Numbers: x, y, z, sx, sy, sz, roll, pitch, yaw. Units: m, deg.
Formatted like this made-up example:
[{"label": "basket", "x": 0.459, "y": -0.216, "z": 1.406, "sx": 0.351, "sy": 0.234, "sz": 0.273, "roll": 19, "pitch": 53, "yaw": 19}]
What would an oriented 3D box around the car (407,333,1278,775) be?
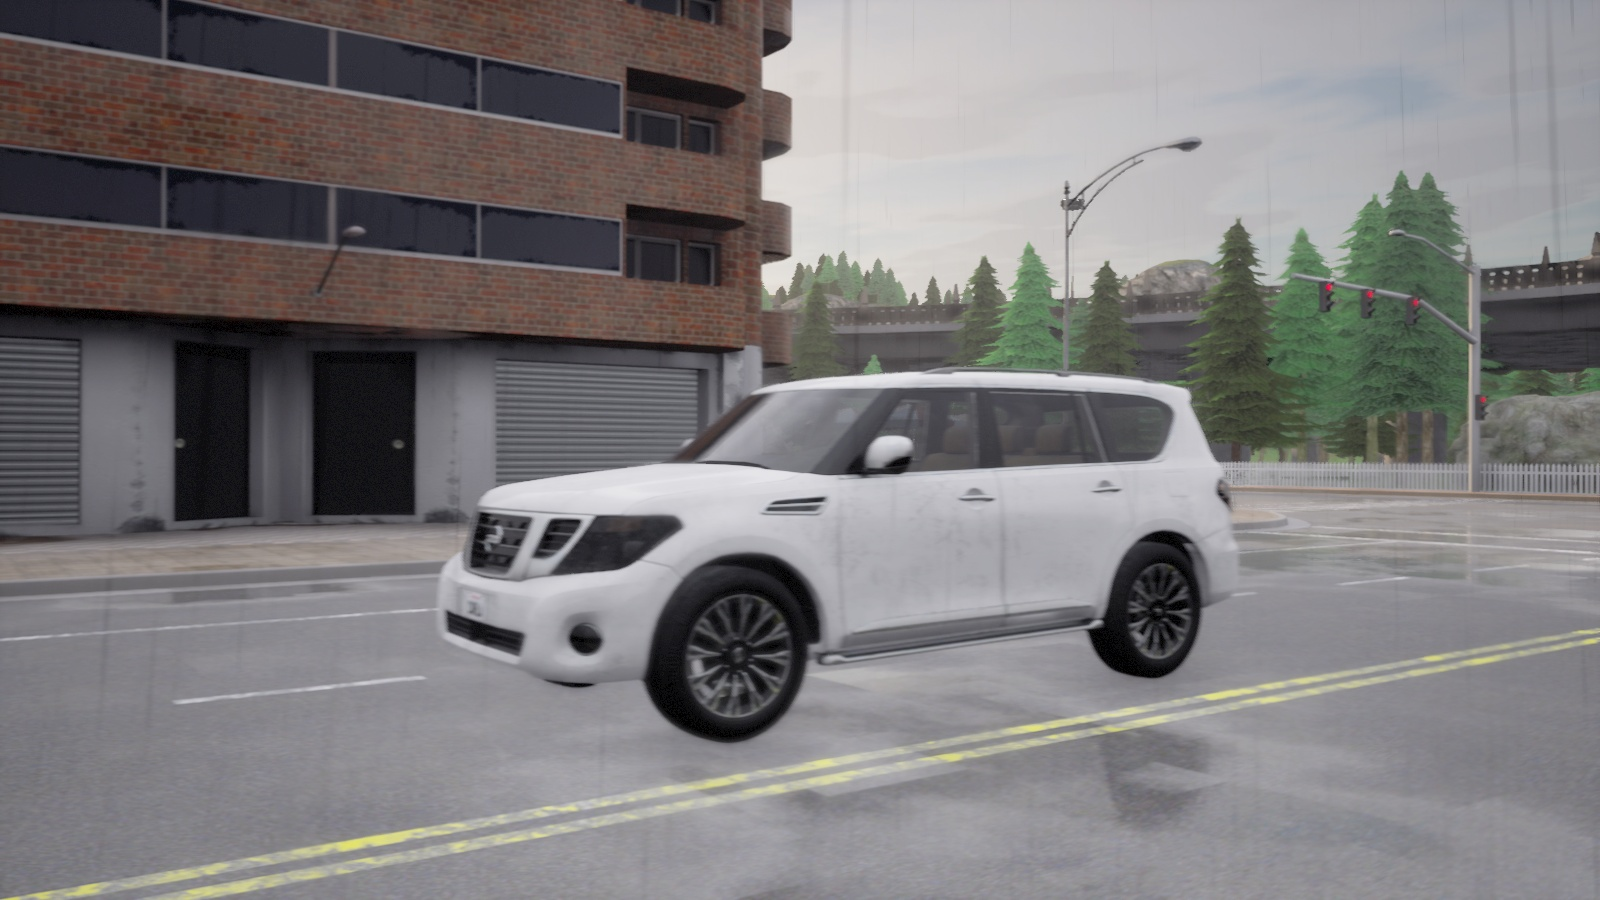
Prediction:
[{"label": "car", "x": 0.527, "y": 0.483, "z": 8.291, "sx": 5.566, "sy": 2.045, "sz": 2.150, "roll": 0, "pitch": 0, "yaw": -35}]
